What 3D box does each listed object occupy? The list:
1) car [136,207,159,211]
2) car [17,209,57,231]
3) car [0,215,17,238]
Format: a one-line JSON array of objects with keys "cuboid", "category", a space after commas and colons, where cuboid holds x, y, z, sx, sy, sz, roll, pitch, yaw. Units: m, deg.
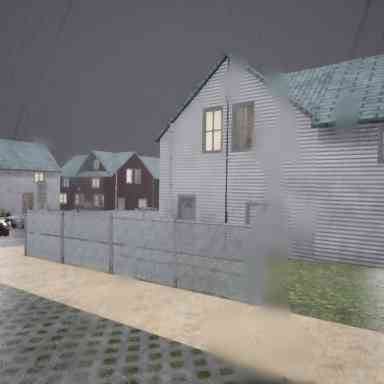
[{"cuboid": [-4.431, 2.079, 30.791, 1.895, 1.301, 4.718, 2, 0, 37], "category": "car"}, {"cuboid": [-10.398, 1.824, 22.736, 1.994, 1.385, 4.181, 2, 0, 37], "category": "car"}, {"cuboid": [-11.716, 1.547, 16.625, 2.097, 1.767, 4.553, 1, -1, 44], "category": "car"}]
